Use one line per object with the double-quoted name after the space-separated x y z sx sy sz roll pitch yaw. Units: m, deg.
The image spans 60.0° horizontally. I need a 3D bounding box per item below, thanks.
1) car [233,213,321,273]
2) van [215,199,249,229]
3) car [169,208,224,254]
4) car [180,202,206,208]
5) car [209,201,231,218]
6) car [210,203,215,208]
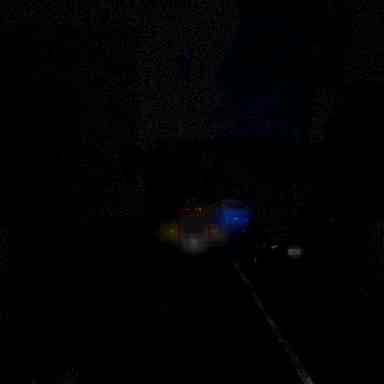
2.643 1.592 10.654 1.947 1.339 4.313 0 0 0 "car"
2.643 1.398 21.529 1.690 1.788 3.998 0 0 0 "van"
0.082 1.561 13.548 1.812 1.442 4.674 0 -1 0 "car"
0.077 1.582 27.837 1.837 1.490 4.892 0 0 0 "car"
2.641 1.618 32.574 1.752 1.417 4.829 0 0 0 "car"
2.642 1.514 26.967 1.967 1.590 4.097 0 0 0 "car"
